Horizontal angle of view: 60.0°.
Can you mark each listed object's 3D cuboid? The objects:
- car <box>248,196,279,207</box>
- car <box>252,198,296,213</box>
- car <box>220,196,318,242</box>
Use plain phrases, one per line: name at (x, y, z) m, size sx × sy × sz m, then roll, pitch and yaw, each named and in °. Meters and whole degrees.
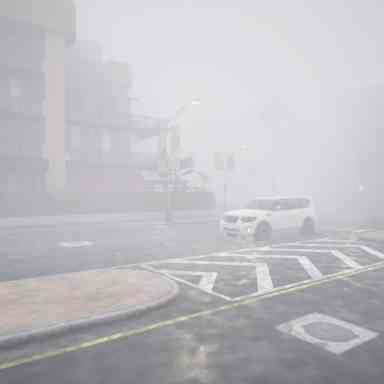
car at (11.475, 1.504, 53.828) m, size 1.837 × 1.490 × 4.892 m, roll 0°, pitch 0°, yaw -35°
car at (9.114, 1.492, 37.411) m, size 2.128 × 1.511 × 4.902 m, roll 0°, pitch 0°, yaw -25°
car at (4.003, 1.220, 16.690) m, size 5.566 × 2.045 × 2.150 m, roll 0°, pitch 0°, yaw -35°
